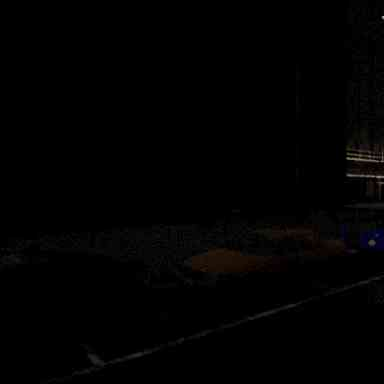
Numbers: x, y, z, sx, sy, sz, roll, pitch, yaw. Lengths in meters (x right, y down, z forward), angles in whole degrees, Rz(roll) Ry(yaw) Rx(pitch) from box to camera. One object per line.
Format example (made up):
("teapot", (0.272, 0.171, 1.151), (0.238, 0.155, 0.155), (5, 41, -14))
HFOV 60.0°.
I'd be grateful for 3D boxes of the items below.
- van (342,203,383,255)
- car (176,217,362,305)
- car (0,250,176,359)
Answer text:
("van", (6.601, 1.261, 11.348), (3.998, 1.788, 1.690), (0, 0, -35))
("car", (1.895, 1.484, 7.995), (4.829, 1.417, 1.752), (0, 0, -35))
("car", (-2.535, 1.578, 4.839), (4.206, 1.307, 1.802), (0, 0, -35))
